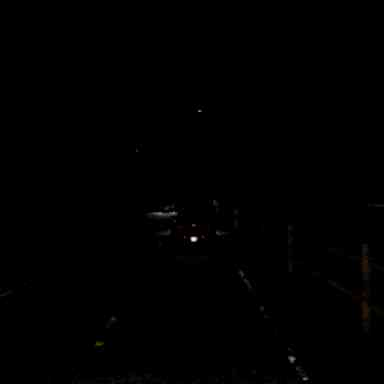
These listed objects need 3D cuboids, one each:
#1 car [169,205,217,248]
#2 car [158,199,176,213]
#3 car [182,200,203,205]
[{"bbox_3d":[0.073,1.533,15.049,1.837,1.490,4.892,0,0,0],"label":"car"},{"bbox_3d":[-2.872,1.603,39.150,1.812,1.442,4.674,0,0,0],"label":"car"},{"bbox_3d":[0.060,1.538,31.736,1.882,1.535,5.008,0,0,0],"label":"car"}]
